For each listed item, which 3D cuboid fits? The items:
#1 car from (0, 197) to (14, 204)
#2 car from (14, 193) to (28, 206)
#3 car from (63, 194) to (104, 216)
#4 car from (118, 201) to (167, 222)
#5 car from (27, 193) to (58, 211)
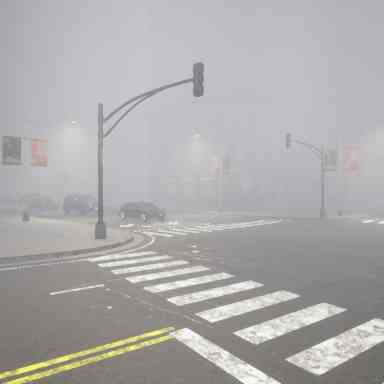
[{"bbox_3d":[-33.635,1.532,60.996,1.994,1.385,4.181,0,0,-45],"label":"car"},{"bbox_3d":[-26.051,1.198,53.403,5.566,2.045,2.150,0,0,45],"label":"car"},{"bbox_3d":[-11.017,1.207,33.459,2.150,2.045,5.566,0,0,-45],"label":"car"},{"bbox_3d":[-4.004,1.494,26.430,1.837,1.490,4.892,0,0,-44],"label":"car"},{"bbox_3d":[-18.112,1.333,40.576,2.097,1.767,4.553,0,0,-45],"label":"car"}]
